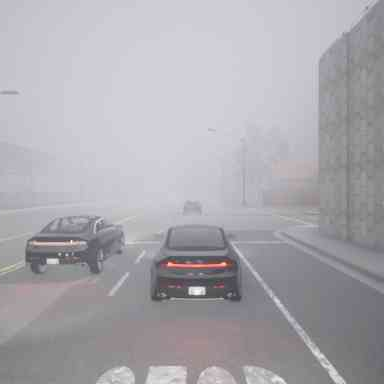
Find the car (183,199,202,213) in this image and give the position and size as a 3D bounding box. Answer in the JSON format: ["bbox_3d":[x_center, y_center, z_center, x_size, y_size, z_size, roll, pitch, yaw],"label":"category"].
[{"bbox_3d":[0.030,1.487,35.379,2.128,1.511,4.902,0,0,0],"label":"car"}]

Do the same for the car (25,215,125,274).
[{"bbox_3d":[-3.421,1.490,10.581,2.128,1.511,4.902,0,0,0],"label":"car"}]

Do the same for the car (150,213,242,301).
[{"bbox_3d":[0.084,1.504,8.311,1.837,1.490,4.892,0,0,0],"label":"car"}]
